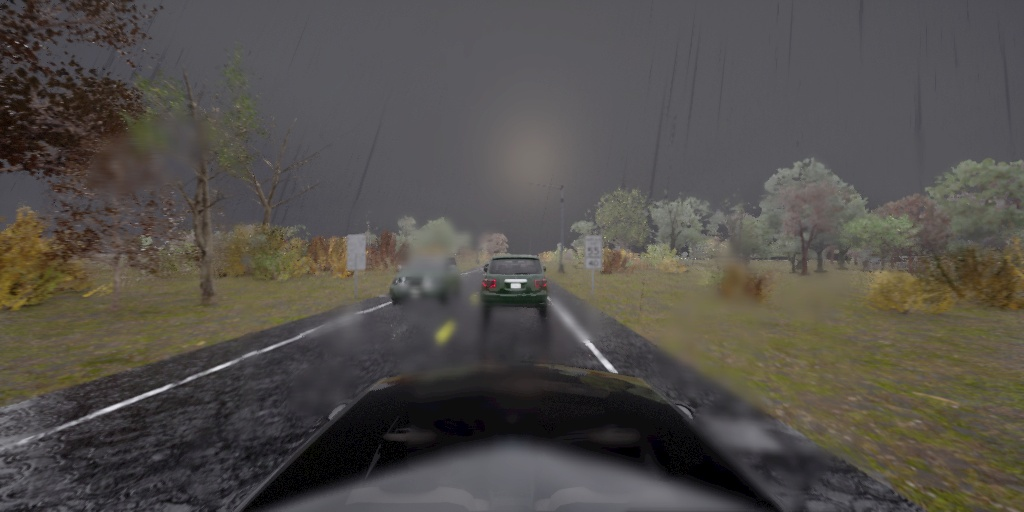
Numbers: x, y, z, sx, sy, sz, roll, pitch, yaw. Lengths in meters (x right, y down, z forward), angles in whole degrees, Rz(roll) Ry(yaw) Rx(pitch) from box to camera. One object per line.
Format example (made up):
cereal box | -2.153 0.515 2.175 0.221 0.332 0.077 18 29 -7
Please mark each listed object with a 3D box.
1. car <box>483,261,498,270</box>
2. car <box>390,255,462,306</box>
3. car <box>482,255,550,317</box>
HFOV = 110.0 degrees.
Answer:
car | -3.253 1.378 55.241 1.895 1.301 4.718 0 0 1
car | -3.572 0.980 16.022 2.150 2.045 5.566 0 0 0
car | 0.119 0.977 13.278 2.150 2.045 5.566 0 0 0
